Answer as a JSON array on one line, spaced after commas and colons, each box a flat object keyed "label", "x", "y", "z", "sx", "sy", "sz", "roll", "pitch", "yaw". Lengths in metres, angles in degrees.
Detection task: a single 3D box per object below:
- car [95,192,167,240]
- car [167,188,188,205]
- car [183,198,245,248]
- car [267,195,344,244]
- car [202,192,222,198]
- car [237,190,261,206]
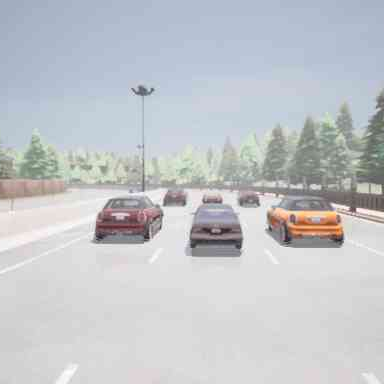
[{"label": "car", "x": -2.526, "y": 0.923, "z": 14.403, "sx": 2.097, "sy": 1.767, "sz": 4.553, "roll": 0, "pitch": 2, "yaw": 3}, {"label": "car", "x": -1.519, "y": 0.384, "z": 32.708, "sx": 2.097, "sy": 1.767, "sz": 4.553, "roll": 0, "pitch": 2, "yaw": 3}, {"label": "car", "x": 0.887, "y": 1.169, "z": 12.728, "sx": 2.033, "sy": 1.411, "sz": 5.357, "roll": 0, "pitch": 2, "yaw": 3}, {"label": "car", "x": 4.448, "y": 0.945, "z": 13.724, "sx": 2.097, "sy": 1.767, "sz": 4.553, "roll": 0, "pitch": 2, "yaw": 3}, {"label": "car", "x": 1.933, "y": 0.664, "z": 31.712, "sx": 1.895, "sy": 1.301, "sz": 4.718, "roll": 0, "pitch": 2, "yaw": 3}, {"label": "car", "x": 5.484, "y": 0.564, "z": 32.579, "sx": 1.812, "sy": 1.442, "sz": 4.674, "roll": 0, "pitch": 2, "yaw": 3}]
